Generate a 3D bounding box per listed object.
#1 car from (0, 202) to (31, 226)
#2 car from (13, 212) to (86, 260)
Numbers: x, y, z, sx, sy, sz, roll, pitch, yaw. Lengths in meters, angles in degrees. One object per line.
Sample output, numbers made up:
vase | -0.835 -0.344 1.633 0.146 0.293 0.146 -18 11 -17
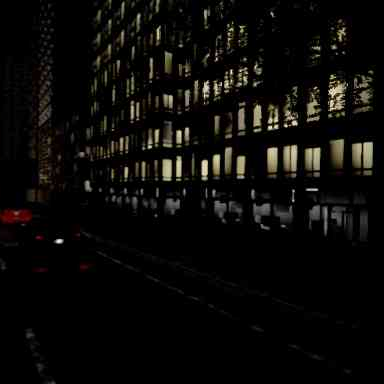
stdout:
car | -13.498 1.553 25.252 2.097 1.767 4.553 1 -1 -32
car | -5.631 1.673 13.113 1.994 1.385 4.181 1 -1 -32
